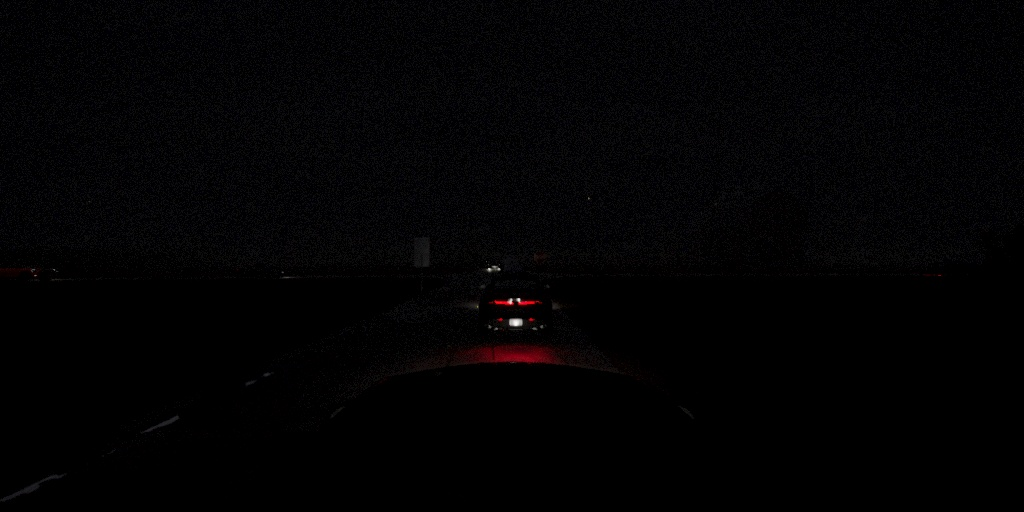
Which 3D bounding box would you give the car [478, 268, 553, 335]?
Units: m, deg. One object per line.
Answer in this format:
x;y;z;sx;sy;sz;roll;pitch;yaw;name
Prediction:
0.089;1.252;10.503;1.837;1.490;4.892;0;0;0;car

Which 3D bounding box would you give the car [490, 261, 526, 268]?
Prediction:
0.076;1.238;20.706;2.128;1.511;4.902;0;0;0;car

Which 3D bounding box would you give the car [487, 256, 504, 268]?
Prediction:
-2.839;0.983;59.268;2.150;2.045;5.566;0;0;0;car

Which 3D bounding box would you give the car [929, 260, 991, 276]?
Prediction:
44.363;1.153;35.439;4.902;1.511;2.128;0;-1;1;car

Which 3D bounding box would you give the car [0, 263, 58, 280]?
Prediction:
-47.413;1.445;34.942;4.553;1.767;2.097;-1;-1;0;car

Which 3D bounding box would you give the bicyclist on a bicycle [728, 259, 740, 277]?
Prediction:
19.940;1.089;32.223;0.582;1.620;1.656;0;0;0;bicyclist on a bicycle

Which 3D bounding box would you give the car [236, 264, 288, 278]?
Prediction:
-24.380;1.440;35.008;4.181;1.385;1.994;0;-1;0;car
